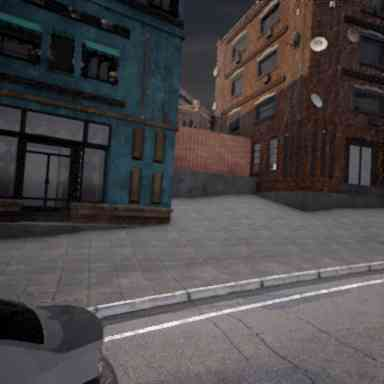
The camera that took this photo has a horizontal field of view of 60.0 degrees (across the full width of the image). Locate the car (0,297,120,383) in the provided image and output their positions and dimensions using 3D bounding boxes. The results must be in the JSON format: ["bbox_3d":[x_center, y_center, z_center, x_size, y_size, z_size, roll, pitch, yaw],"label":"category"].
[{"bbox_3d":[-2.840,1.501,1.721,4.892,1.490,1.837,0,0,-34],"label":"car"}]
